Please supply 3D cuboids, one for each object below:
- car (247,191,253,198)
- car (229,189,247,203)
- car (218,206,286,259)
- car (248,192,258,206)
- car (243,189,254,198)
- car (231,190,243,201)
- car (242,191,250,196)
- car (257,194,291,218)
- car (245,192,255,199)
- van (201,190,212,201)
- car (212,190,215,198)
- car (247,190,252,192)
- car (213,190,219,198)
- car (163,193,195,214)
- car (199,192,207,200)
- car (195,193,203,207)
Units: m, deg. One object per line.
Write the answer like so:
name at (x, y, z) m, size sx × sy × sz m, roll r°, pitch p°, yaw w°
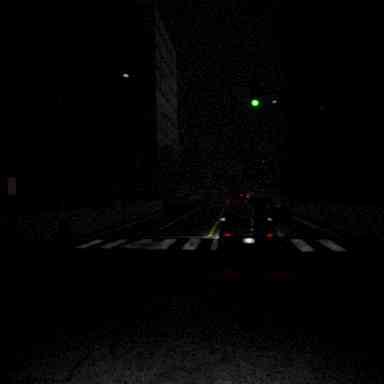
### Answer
car at (9.171, 0.925, 47.166) m, size 1.887 × 1.381 × 4.507 m, roll -1°, pitch 1°, yaw 7°
car at (6.960, 0.605, 51.660) m, size 2.150 × 2.045 × 5.566 m, roll -1°, pitch 1°, yaw 7°
car at (1.992, 1.426, 12.130) m, size 1.994 × 1.385 × 4.181 m, roll -1°, pitch 1°, yaw 7°
car at (8.476, 0.993, 41.773) m, size 2.008 × 1.369 × 4.403 m, roll -1°, pitch 1°, yaw 7°
car at (12.641, 0.389, 74.127) m, size 2.192 × 1.841 × 5.009 m, roll -1°, pitch 0°, yaw 7°
car at (8.320, 0.615, 62.188) m, size 2.097 × 1.767 × 4.553 m, roll -1°, pitch 1°, yaw 7°
car at (14.731, 0.439, 90.307) m, size 1.887 × 1.381 × 4.507 m, roll -1°, pitch 0°, yaw 7°
car at (6.389, 1.070, 25.595) m, size 1.967 × 1.590 × 4.097 m, roll -1°, pitch 1°, yaw 7°
car at (11.972, 0.658, 68.905) m, size 1.752 × 1.417 × 4.829 m, roll -1°, pitch 0°, yaw 7°
van at (2.103, 0.754, 59.041) m, size 1.690 × 1.788 × 3.998 m, roll -1°, pitch 1°, yaw 7°
car at (2.803, 0.902, 64.435) m, size 2.008 × 1.369 × 4.403 m, roll -1°, pitch 1°, yaw 7°
car at (9.866, 0.863, 52.559) m, size 1.887 × 1.381 × 4.507 m, roll -1°, pitch 1°, yaw 7°
car at (4.888, 0.735, 80.613) m, size 1.947 × 1.339 × 4.313 m, roll -1°, pitch 0°, yaw 7°
car at (-1.372, 1.038, 32.077) m, size 2.192 × 1.841 × 5.009 m, roll -1°, pitch 1°, yaw 7°
car at (0.696, 1.063, 48.089) m, size 1.752 × 1.417 × 4.829 m, roll -1°, pitch 1°, yaw 7°
car at (0.023, 1.180, 42.865) m, size 1.802 × 1.307 × 4.206 m, roll -1°, pitch 1°, yaw 7°
